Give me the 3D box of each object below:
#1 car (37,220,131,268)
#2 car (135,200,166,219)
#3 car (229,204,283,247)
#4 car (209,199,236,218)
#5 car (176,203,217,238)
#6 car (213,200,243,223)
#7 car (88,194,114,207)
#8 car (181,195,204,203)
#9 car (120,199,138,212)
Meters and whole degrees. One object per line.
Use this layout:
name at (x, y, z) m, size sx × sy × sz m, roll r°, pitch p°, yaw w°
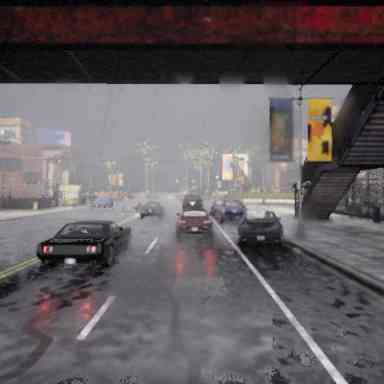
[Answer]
car at (-3.357, 1.622, 11.411) m, size 1.895 × 1.301 × 4.718 m, roll 0°, pitch 0°, yaw 0°
car at (-3.427, 1.603, 29.541) m, size 2.033 × 1.411 × 5.357 m, roll 0°, pitch 0°, yaw 0°
car at (3.048, 1.512, 15.208) m, size 2.231 × 1.521 × 4.892 m, roll 0°, pitch 0°, yaw 9°
car at (2.859, 1.544, 32.408) m, size 2.097 × 1.535 × 5.008 m, roll 0°, pitch 0°, yaw -1°
car at (0.119, 1.561, 17.816) m, size 1.812 × 1.442 × 4.674 m, roll 0°, pitch 0°, yaw 0°
car at (3.030, 1.406, 25.984) m, size 2.185 × 1.767 × 4.553 m, roll 0°, pitch 0°, yaw -1°
car at (-10.575, 1.268, 39.475) m, size 1.882 × 1.535 × 5.008 m, roll 0°, pitch 0°, yaw 0°
car at (0.035, 1.289, 35.013) m, size 2.150 × 2.045 × 5.566 m, roll 0°, pitch 0°, yaw -1°
car at (-7.076, 1.517, 39.492) m, size 1.812 × 1.442 × 4.674 m, roll 0°, pitch 0°, yaw 0°
